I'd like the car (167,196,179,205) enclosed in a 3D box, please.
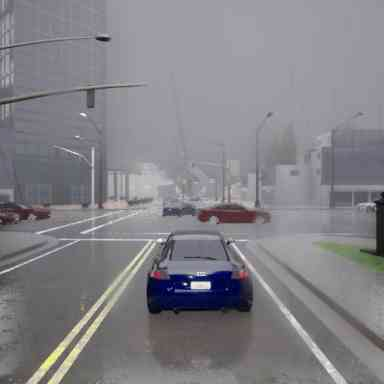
[{"bbox_3d":[-3.516,1.504,61.561,1.837,1.490,4.892,0,0,1],"label":"car"}]

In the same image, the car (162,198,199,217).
[{"bbox_3d":[-1.189,1.581,31.808,1.994,1.385,4.181,0,0,24],"label":"car"}]

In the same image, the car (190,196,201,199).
[{"bbox_3d":[0.725,1.539,76.882,2.033,1.411,5.357,0,0,12],"label":"car"}]

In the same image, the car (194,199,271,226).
[{"bbox_3d":[2.841,1.481,22.741,5.008,1.535,1.882,0,0,0],"label":"car"}]

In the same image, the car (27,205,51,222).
[{"bbox_3d":[-13.751,1.559,26.132,5.008,1.535,1.882,0,0,-1],"label":"car"}]

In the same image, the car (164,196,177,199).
[{"bbox_3d":[-3.566,1.491,51.162,2.128,1.511,4.902,0,0,0],"label":"car"}]

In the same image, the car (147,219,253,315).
[{"bbox_3d":[0.091,1.564,7.685,1.994,1.385,4.181,0,0,-2],"label":"car"}]

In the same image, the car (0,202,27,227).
[{"bbox_3d":[-14.159,1.609,22.615,4.674,1.442,1.812,-1,0,0],"label":"car"}]

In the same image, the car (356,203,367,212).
[{"bbox_3d":[20.760,1.477,37.085,4.674,1.442,1.812,0,0,-2],"label":"car"}]

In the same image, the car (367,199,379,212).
[{"bbox_3d":[20.520,1.514,33.571,4.181,1.385,1.994,0,0,0],"label":"car"}]
